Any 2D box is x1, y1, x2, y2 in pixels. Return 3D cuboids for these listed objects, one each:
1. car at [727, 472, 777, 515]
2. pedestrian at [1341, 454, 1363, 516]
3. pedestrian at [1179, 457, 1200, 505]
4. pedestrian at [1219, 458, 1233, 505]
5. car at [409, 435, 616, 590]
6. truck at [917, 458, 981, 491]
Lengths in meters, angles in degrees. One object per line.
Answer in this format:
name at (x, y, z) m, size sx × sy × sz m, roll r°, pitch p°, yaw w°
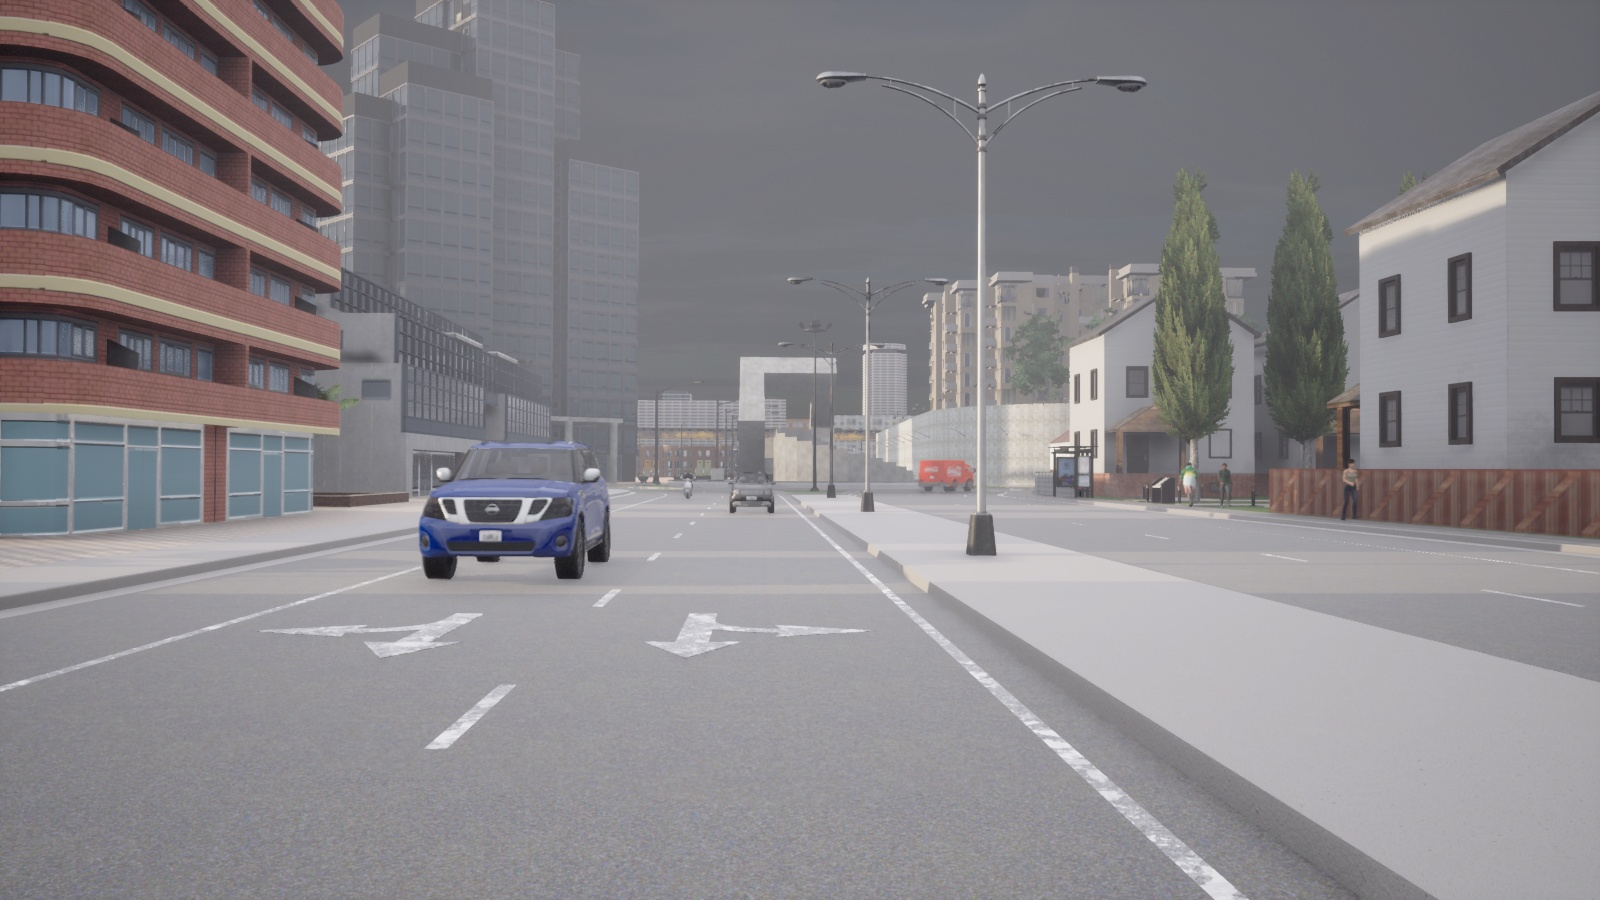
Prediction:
car at (-1.785, 1.588, 47.002) m, size 1.789 × 1.549 × 3.705 m, roll 0°, pitch -1°, yaw -2°
pedestrian at (16.371, 1.028, 37.245) m, size 0.345 × 1.836 × 0.594 m, roll 0°, pitch -1°, yaw -1°
pedestrian at (16.083, 1.272, 51.821) m, size 0.659 × 1.952 × 0.873 m, roll 0°, pitch -1°, yaw 7°
pedestrian at (16.561, 1.223, 48.817) m, size 0.353 × 1.847 × 0.614 m, roll 0°, pitch -1°, yaw 3°
car at (-4.246, 0.878, 19.555) m, size 2.150 × 2.045 × 5.566 m, roll 0°, pitch -1°, yaw -2°
truck at (11.661, 1.920, 97.878) m, size 2.627 × 2.467 × 5.204 m, roll -1°, pitch -1°, yaw 37°
